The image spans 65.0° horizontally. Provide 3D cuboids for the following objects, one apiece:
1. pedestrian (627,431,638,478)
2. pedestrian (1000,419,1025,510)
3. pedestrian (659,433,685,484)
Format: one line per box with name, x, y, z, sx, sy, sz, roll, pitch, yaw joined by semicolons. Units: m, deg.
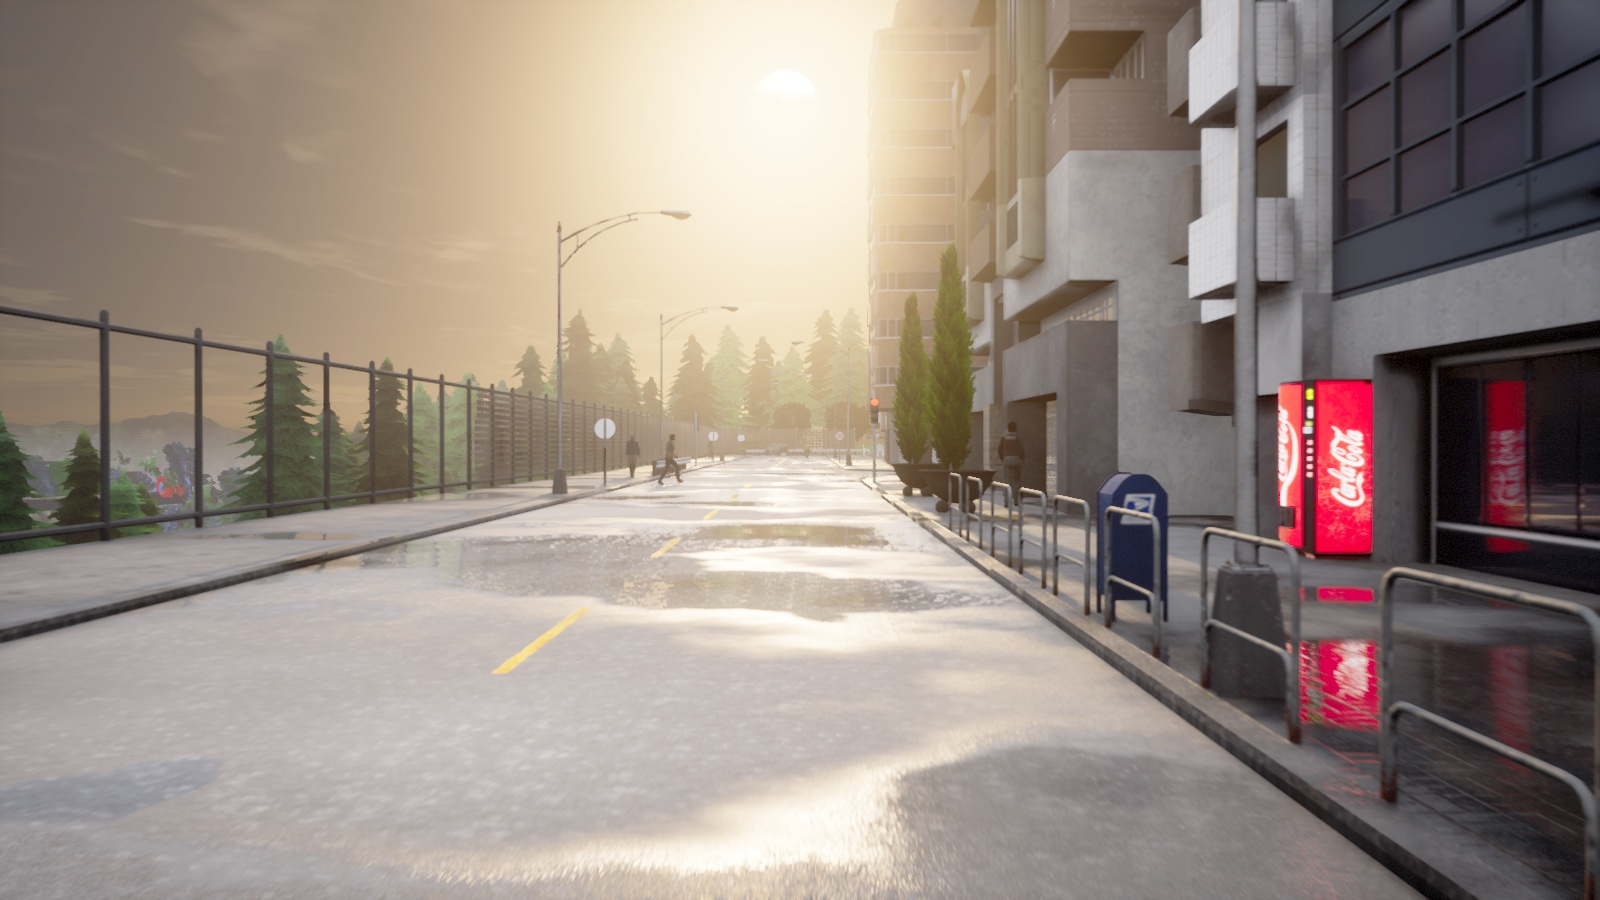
pedestrian;-6.692;0.168;50.140;0.402;1.842;0.726;0;0;-8
pedestrian;4.553;0.306;26.870;0.402;1.930;0.666;0;0;21
pedestrian;-4.499;0.295;44.016;0.869;1.805;0.328;0;0;-11
